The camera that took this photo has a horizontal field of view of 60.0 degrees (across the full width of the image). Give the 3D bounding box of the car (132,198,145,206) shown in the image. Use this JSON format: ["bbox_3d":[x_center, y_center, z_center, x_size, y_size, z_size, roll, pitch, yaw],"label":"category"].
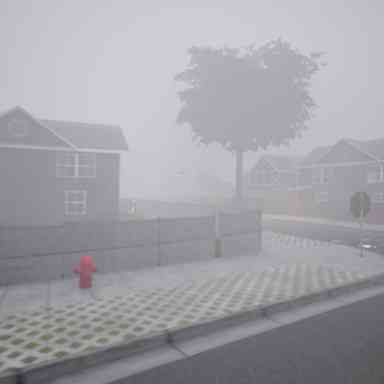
[{"bbox_3d":[-8.606,1.688,54.640,1.812,1.442,4.674,1,0,-23],"label":"car"}]
